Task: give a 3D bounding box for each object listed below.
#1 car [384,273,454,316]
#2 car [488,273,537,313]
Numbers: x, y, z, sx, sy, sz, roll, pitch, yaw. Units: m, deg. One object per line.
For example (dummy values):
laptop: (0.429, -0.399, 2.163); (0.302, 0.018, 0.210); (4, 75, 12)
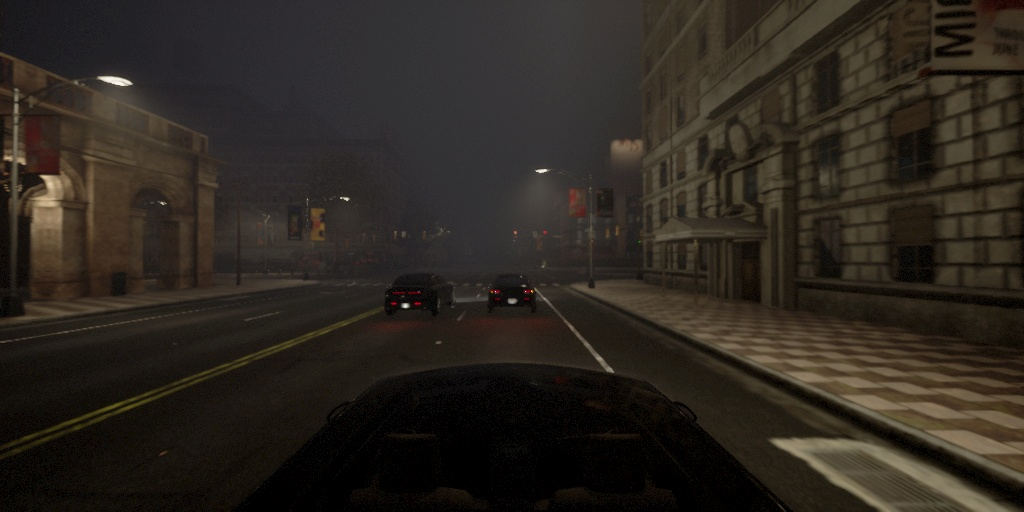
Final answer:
car: (-3.499, 1.395, 14.189); (1.837, 1.490, 4.892); (0, 0, 0)
car: (0.000, 1.421, 14.789); (1.812, 1.442, 4.674); (0, 0, 0)
